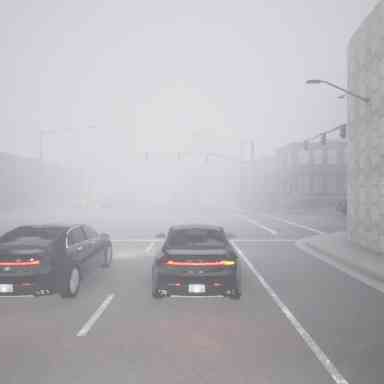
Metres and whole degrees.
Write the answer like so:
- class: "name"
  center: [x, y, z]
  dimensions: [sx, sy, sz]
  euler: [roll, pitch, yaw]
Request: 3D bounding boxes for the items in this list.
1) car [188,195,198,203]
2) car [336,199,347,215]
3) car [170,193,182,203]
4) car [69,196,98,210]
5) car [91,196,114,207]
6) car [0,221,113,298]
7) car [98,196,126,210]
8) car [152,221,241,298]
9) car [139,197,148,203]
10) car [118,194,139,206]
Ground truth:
- class: "car"
  center: [0.206, 1.352, 68.179]
  dimensions: [2.097, 1.767, 4.553]
  euler: [0, 0, 0]
- class: "car"
  center: [14.904, 0.764, 27.510]
  dimensions: [5.566, 2.045, 2.150]
  euler: [-5, 0, 0]
- class: "car"
  center: [-3.294, 1.221, 68.245]
  dimensions: [2.150, 2.045, 5.566]
  euler: [0, 0, 0]
- class: "car"
  center: [-13.983, 1.352, 42.437]
  dimensions: [2.097, 1.767, 4.553]
  euler: [0, 0, 1]
- class: "car"
  center: [-13.934, 1.488, 52.045]
  dimensions: [2.128, 1.511, 4.902]
  euler: [0, 0, 0]
- class: "car"
  center: [-3.396, 1.505, 8.483]
  dimensions: [1.837, 1.490, 4.892]
  euler: [0, 0, 0]
- class: "car"
  center: [-10.504, 1.547, 43.602]
  dimensions: [2.033, 1.411, 5.357]
  euler: [0, 0, -2]
- class: "car"
  center: [0.104, 1.505, 8.467]
  dimensions: [1.837, 1.490, 4.892]
  euler: [0, 0, 0]
- class: "car"
  center: [-10.293, 1.593, 68.738]
  dimensions: [1.895, 1.301, 4.718]
  euler: [0, 0, 0]
- class: "car"
  center: [-10.431, 1.547, 54.083]
  dimensions: [2.033, 1.411, 5.357]
  euler: [0, 0, 0]
